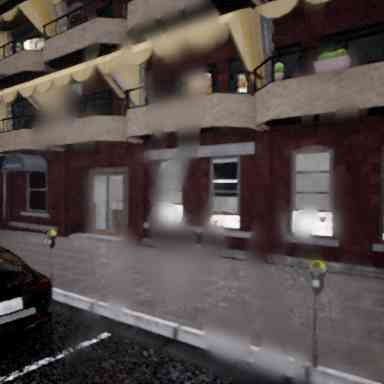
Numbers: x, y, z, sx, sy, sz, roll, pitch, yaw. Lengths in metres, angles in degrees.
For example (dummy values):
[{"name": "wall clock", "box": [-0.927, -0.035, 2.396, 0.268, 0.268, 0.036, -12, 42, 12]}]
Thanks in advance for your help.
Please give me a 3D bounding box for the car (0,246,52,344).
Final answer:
[{"name": "car", "box": [-4.125, 1.565, 5.657, 4.313, 1.339, 1.947, 0, 1, 36]}]
